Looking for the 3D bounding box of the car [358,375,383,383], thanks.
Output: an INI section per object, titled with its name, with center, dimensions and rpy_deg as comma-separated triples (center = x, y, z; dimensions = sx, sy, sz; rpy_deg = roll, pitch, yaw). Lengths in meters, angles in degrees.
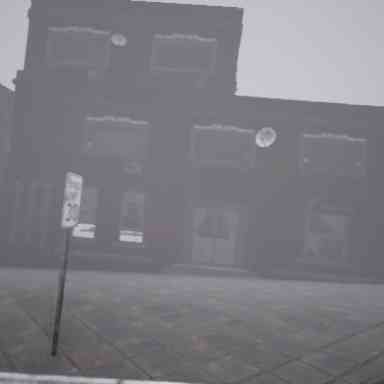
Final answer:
[car]
center = 3.488, 1.810, 2.210
dimensions = 4.674, 1.442, 1.812
rpy_deg = 2, -3, 2
